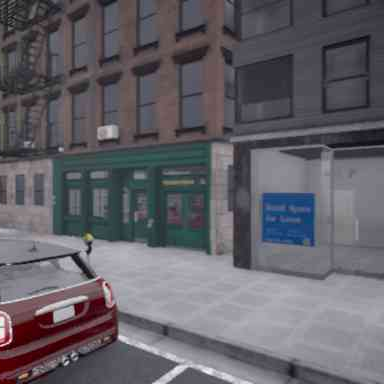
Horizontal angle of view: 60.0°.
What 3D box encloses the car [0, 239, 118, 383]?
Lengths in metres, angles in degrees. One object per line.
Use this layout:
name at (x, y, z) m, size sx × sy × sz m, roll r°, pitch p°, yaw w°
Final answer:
car at (-3.068, 1.441, 4.997) m, size 4.097 × 1.590 × 1.967 m, roll 0°, pitch 0°, yaw 35°
